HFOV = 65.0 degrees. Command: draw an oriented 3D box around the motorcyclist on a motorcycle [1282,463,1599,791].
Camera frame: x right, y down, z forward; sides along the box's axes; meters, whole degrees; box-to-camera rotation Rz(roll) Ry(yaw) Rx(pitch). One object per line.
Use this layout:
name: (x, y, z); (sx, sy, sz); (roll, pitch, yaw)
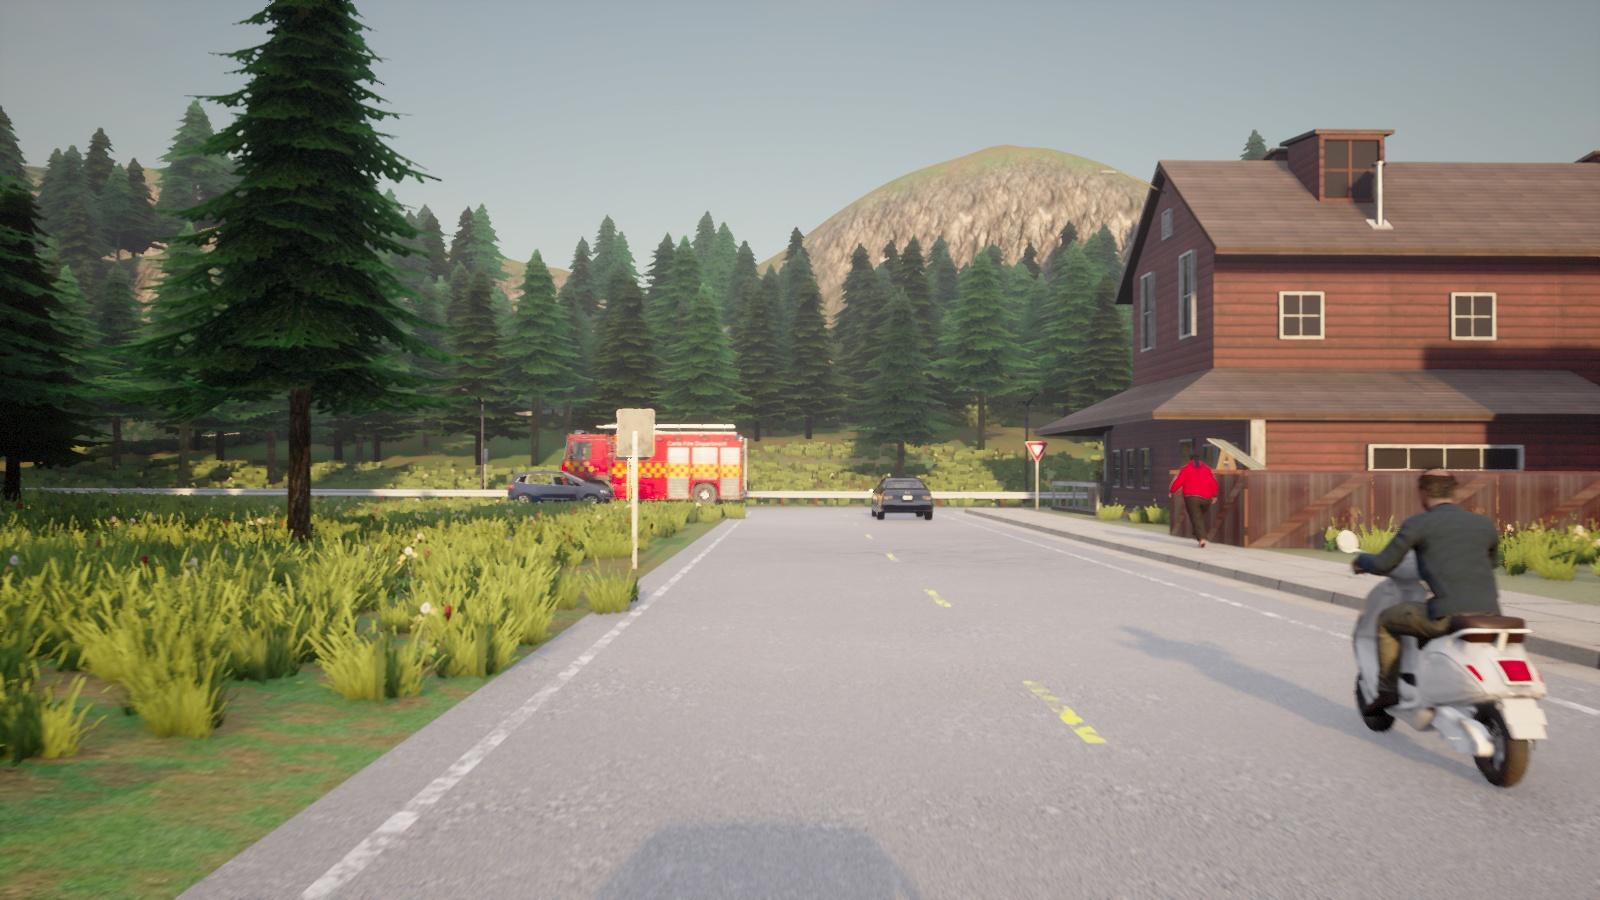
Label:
motorcyclist on a motorcycle: (3.487, 0.874, 7.019); (0.866, 1.590, 1.817); (0, -1, 0)

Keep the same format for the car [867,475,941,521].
car: (3.396, 1.568, 42.146); (2.033, 1.411, 5.357); (0, -1, 0)

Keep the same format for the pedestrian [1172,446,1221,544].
pedestrian: (7.592, 0.850, 24.076); (0.634, 1.844, 0.899); (0, -1, -1)

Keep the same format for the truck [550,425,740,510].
truck: (-7.109, 0.810, 58.463); (8.468, 3.827, 2.891); (0, -1, 0)

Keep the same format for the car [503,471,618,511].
car: (-10.405, 1.777, 54.931); (4.611, 1.667, 2.242); (0, -1, 0)
